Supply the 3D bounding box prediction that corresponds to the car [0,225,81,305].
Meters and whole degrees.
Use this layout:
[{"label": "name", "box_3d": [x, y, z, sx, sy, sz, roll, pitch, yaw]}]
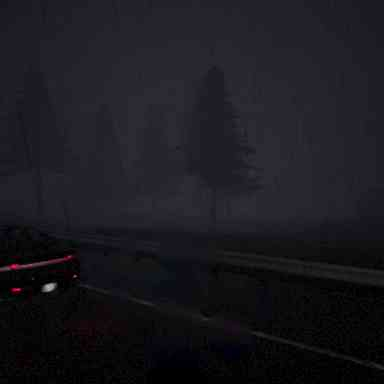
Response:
[{"label": "car", "box_3d": [-4.490, 1.492, 7.425, 4.902, 1.511, 2.128, 0, 0, 37]}]
